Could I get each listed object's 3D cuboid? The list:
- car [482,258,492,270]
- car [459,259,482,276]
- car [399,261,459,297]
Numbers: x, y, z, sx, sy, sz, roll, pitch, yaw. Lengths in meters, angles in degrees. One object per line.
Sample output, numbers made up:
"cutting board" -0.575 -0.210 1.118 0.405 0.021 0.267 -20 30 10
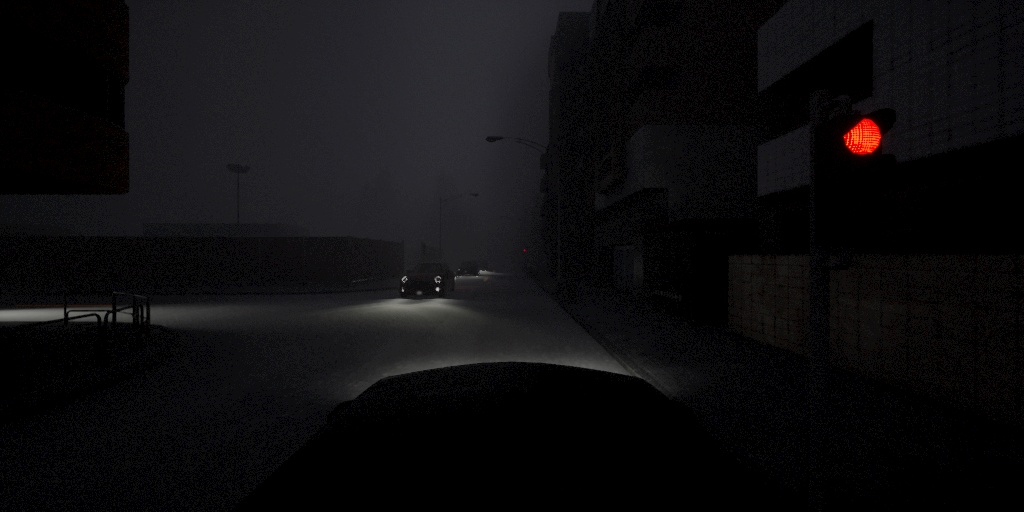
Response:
"car" -4.493 1.233 53.286 2.128 1.511 4.902 0 0 -1
"car" -4.426 1.252 36.568 1.837 1.490 4.892 0 0 0
"car" -4.259 1.100 18.646 2.097 1.767 4.553 0 0 -1
